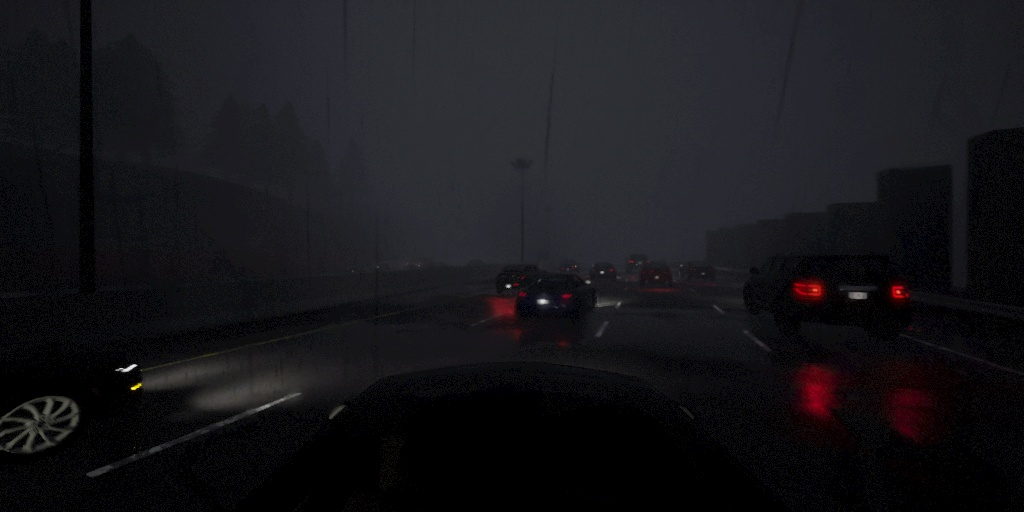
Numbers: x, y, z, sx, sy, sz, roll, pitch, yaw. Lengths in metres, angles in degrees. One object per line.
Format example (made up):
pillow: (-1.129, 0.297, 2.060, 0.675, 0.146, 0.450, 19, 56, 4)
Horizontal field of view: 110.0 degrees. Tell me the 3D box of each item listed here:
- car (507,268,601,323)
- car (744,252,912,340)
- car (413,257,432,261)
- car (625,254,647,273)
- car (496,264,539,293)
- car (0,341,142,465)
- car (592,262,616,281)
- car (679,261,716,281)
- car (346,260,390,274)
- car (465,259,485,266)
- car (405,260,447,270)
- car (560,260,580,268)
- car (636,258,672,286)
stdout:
car: (1.621, 1.272, 12.130, 1.994, 1.385, 4.181, 0, 0, 21)
car: (8.365, 0.929, 10.154, 2.150, 2.045, 5.566, 0, 0, 21)
car: (-10.830, 0.959, 42.652, 2.097, 1.767, 4.553, 0, 0, 14)
car: (13.844, 0.810, 39.790, 2.150, 2.045, 5.566, 0, 0, 13)
car: (0.655, 1.186, 19.585, 1.837, 1.490, 4.892, 0, 0, 20)
car: (-5.969, 1.259, 2.461, 1.837, 1.490, 4.892, 0, 0, 22)
car: (7.354, 1.202, 28.837, 1.994, 1.385, 4.181, 0, 0, 17)
car: (14.453, 1.110, 28.173, 1.882, 1.535, 5.008, 0, 0, 16)
car: (-15.414, 1.174, 38.847, 2.033, 1.411, 5.357, 0, 0, 15)
car: (-5.208, 1.131, 51.534, 1.994, 1.385, 4.181, 0, 0, 11)
car: (-6.883, 1.249, 30.719, 1.895, 1.301, 4.718, 0, 0, 17)
car: (6.065, 1.133, 37.413, 1.812, 1.442, 4.674, 0, 0, 14)
car: (9.598, 1.131, 24.238, 1.882, 1.535, 5.008, 0, 0, 18)
